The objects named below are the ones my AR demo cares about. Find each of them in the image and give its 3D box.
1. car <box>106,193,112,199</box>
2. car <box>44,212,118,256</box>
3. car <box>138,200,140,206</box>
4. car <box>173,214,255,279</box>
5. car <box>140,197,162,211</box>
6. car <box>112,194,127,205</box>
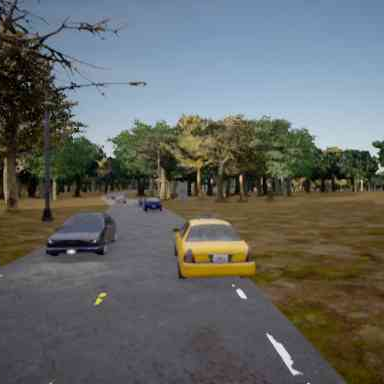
[{"bbox_3d":[-20.166,1.071,81.808,2.033,1.411,5.357,0,1,-18],"label":"car"},{"bbox_3d":[-4.108,1.518,13.260,2.033,1.411,5.357,0,0,-6],"label":"car"},{"bbox_3d":[-6.732,1.406,48.169,1.895,1.301,4.718,0,0,-14],"label":"car"},{"bbox_3d":[0.413,1.433,9.915,1.801,1.575,5.366,0,0,-5],"label":"car"},{"bbox_3d":[-4.595,1.347,38.012,1.882,1.535,5.008,0,1,-12],"label":"car"},{"bbox_3d":[-11.874,1.285,55.190,1.812,1.442,4.674,0,1,-15],"label":"car"}]
